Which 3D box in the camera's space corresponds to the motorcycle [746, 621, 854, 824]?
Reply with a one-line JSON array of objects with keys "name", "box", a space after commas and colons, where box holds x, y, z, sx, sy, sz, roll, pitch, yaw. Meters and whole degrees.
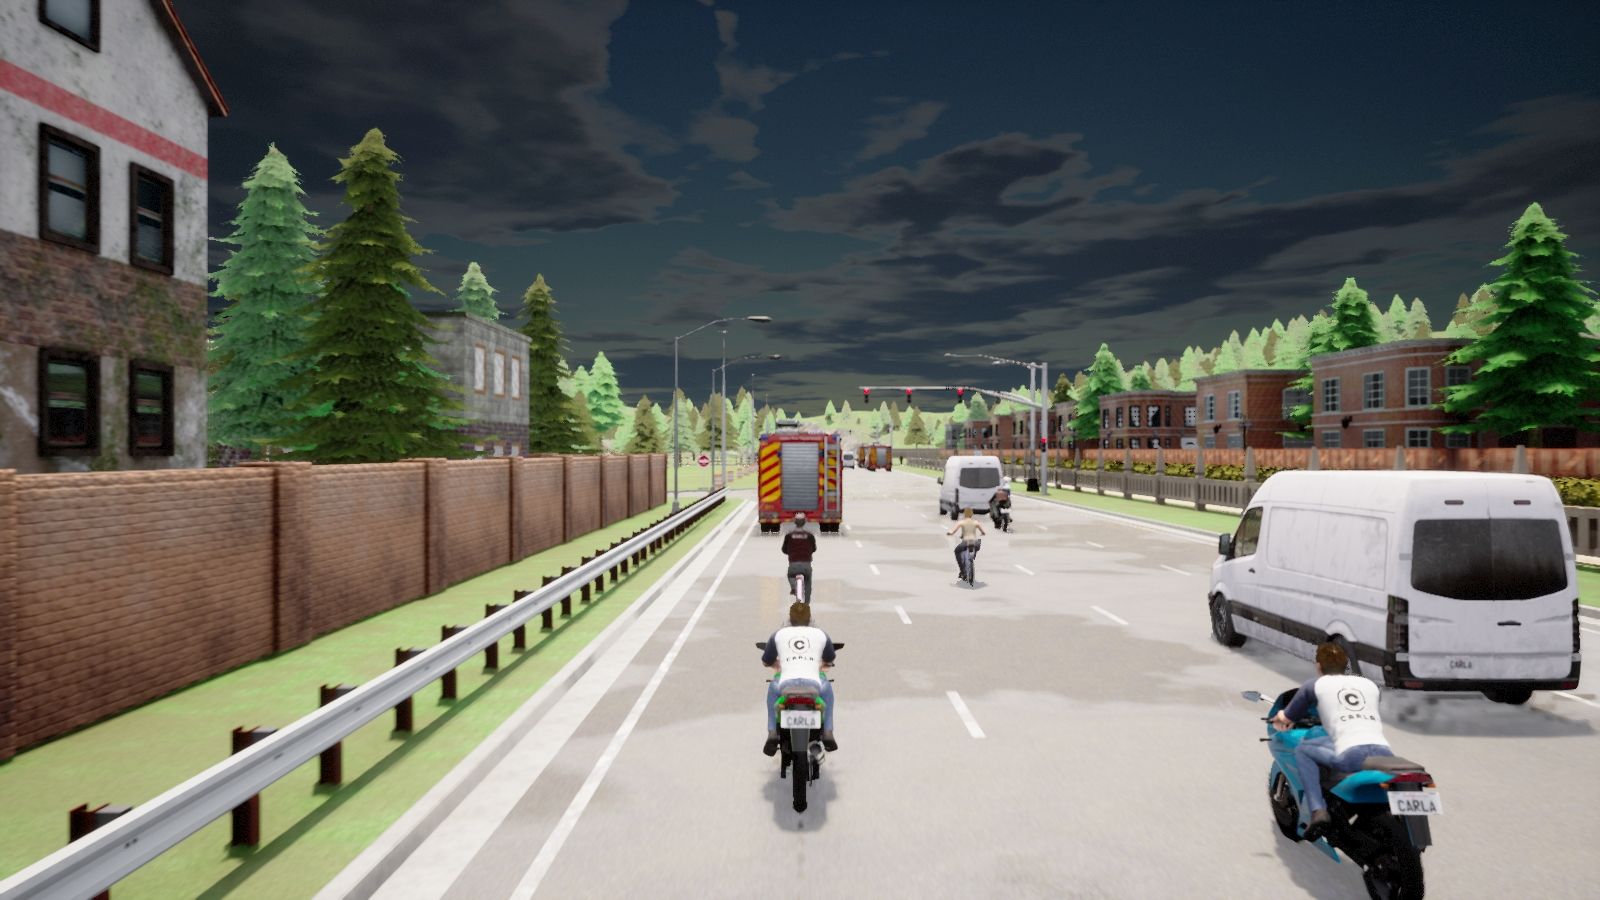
[{"name": "motorcycle", "box": [0.000, 2.185, 9.534, 0.803, 1.199, 2.033, 0, 0, 0]}]

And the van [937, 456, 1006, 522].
[{"name": "van", "box": [6.995, 1.530, 47.294, 1.988, 2.561, 5.915, 0, 0, 0]}]

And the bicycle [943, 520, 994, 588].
[{"name": "bicycle", "box": [3.500, 2.155, 23.861, 0.859, 1.277, 1.487, 0, 0, 0]}]

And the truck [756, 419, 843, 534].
[{"name": "truck", "box": [-0.005, 0.886, 42.285, 2.891, 3.827, 8.468, 0, 0, 0]}]

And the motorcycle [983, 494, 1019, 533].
[{"name": "motorcycle", "box": [7.000, 2.201, 39.884, 0.867, 1.251, 2.209, 0, 0, 0]}]

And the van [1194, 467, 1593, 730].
[{"name": "van", "box": [6.982, 1.533, 14.431, 1.988, 2.561, 5.915, 0, 0, 0]}]

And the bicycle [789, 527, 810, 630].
[{"name": "bicycle", "box": [-0.009, 2.058, 18.692, 0.329, 1.471, 1.835, 0, 0, 0]}]

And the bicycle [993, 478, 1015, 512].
[{"name": "bicycle", "box": [9.321, 2.051, 52.284, 0.373, 1.496, 1.643, 0, 0, -13]}]

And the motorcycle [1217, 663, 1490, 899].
[{"name": "motorcycle", "box": [3.510, 2.185, 7.497, 0.803, 1.199, 2.033, 0, 0, 0]}]
